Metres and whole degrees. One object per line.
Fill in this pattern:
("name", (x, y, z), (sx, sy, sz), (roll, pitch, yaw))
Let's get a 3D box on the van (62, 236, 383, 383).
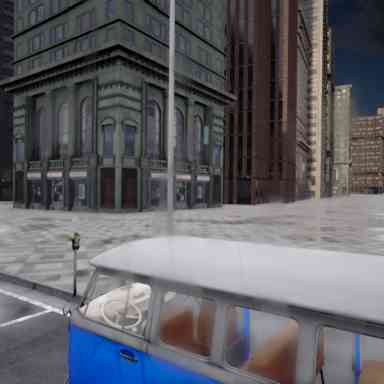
("van", (0.722, 1.341, 2.477), (3.998, 1.788, 1.690), (0, 1, 35))
